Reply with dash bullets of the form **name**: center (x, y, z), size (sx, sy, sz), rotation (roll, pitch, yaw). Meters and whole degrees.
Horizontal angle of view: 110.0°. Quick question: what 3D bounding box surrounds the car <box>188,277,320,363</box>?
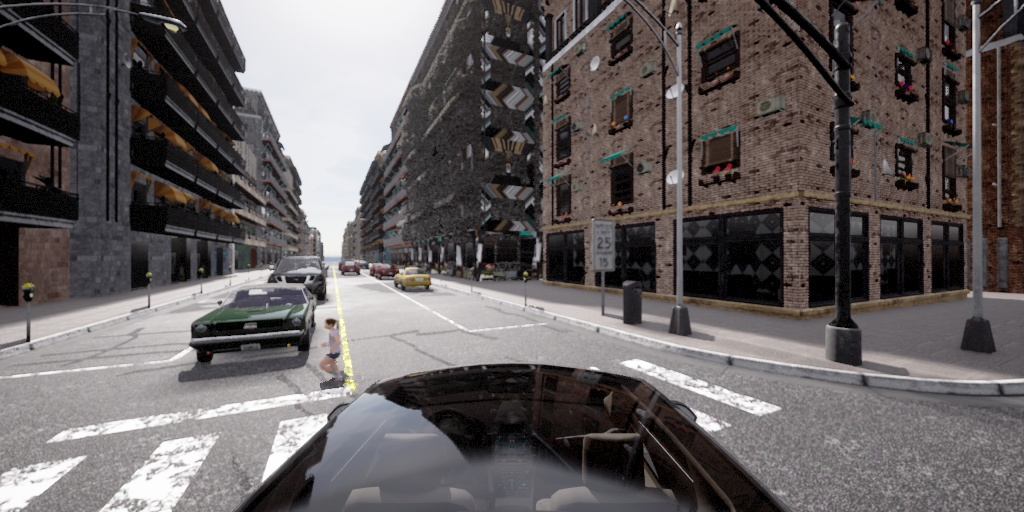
- **car**: center (-5.796, 1.363, 8.552), size (1.895, 1.301, 4.718), rotation (0, 0, -27)

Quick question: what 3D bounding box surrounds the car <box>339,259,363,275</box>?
- **car**: center (-18.437, 1.375, 40.916), size (1.812, 1.442, 4.674), rotation (0, 0, -27)

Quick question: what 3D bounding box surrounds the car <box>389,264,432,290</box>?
- **car**: center (-6.328, 1.310, 22.530), size (1.751, 1.417, 4.829), rotation (0, 0, -27)

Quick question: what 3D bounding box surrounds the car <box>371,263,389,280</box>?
- **car**: center (-11.328, 1.359, 32.498), size (1.888, 1.381, 4.507), rotation (0, 0, -27)

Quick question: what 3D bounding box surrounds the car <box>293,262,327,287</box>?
- **car**: center (-14.705, 1.281, 26.329), size (1.882, 1.535, 5.008), rotation (0, 0, -26)

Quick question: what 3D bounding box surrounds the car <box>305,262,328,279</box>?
- **car**: center (-19.330, 1.340, 35.642), size (1.837, 1.490, 4.892), rotation (0, 0, -26)

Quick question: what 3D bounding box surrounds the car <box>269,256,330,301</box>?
- **car**: center (-10.221, 1.001, 17.384), size (2.150, 2.045, 5.566), rotation (0, 0, -26)

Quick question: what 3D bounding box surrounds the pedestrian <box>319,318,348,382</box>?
- **pedestrian**: center (-2.806, 1.430, 5.673), size (0.500, 1.100, 0.500), rotation (0, 0, -27)

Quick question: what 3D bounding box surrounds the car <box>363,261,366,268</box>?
- **car**: center (-24.022, 1.456, 57.804), size (2.007, 1.370, 4.403), rotation (0, 0, -27)

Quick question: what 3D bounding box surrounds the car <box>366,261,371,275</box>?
- **car**: center (-13.866, 1.377, 37.558), size (1.888, 1.381, 4.507), rotation (0, 0, -27)
